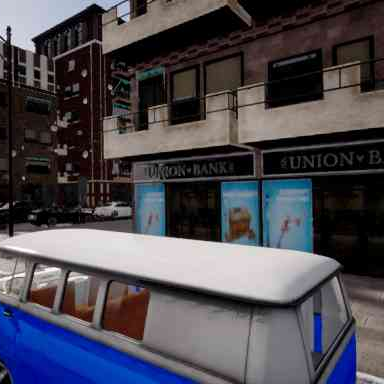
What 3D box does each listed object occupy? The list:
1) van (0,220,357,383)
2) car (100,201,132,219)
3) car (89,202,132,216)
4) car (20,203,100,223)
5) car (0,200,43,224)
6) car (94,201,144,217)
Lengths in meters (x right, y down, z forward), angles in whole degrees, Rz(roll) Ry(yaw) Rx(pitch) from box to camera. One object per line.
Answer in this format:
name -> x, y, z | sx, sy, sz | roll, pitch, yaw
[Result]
van -> -0.549, 1.342, 3.242 | 3.998, 1.788, 1.690 | 0, -1, 35
car -> -6.514, 1.630, 29.798 | 1.812, 1.442, 4.674 | -1, -1, 36
car -> -8.851, 1.797, 36.432 | 1.947, 1.339, 4.313 | -2, -1, 36
car -> -8.722, 1.583, 22.381 | 1.947, 1.339, 4.313 | -2, -1, 36
car -> -13.446, 1.473, 25.733 | 2.097, 1.767, 4.553 | -1, -1, 36
car -> -7.370, 1.671, 34.064 | 2.128, 1.511, 4.902 | -1, -1, 36
